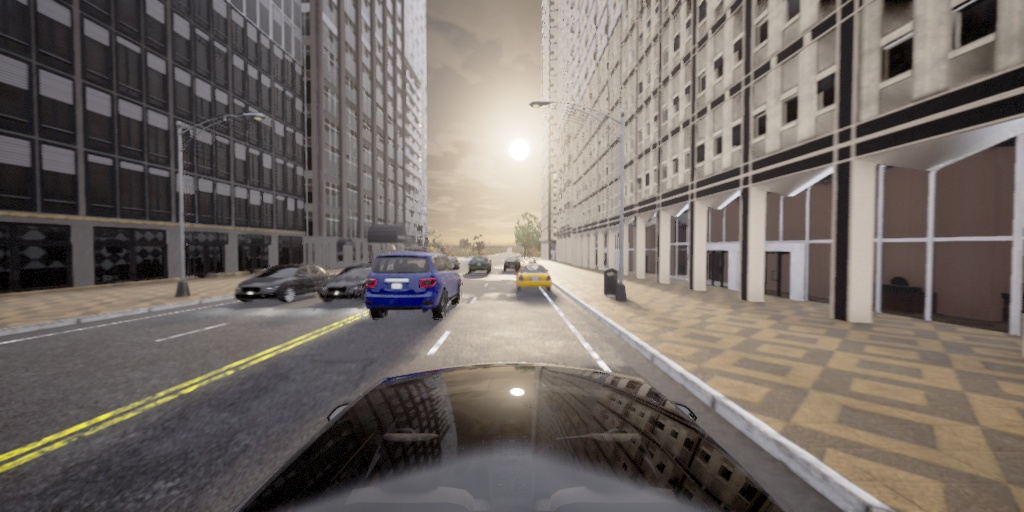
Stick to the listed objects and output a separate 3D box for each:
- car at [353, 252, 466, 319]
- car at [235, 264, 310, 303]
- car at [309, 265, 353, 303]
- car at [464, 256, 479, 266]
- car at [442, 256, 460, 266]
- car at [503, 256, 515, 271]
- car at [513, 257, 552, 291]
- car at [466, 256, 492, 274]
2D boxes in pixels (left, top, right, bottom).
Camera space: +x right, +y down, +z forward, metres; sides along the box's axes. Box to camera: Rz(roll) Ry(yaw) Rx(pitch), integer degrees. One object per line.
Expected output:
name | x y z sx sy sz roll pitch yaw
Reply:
car | -3.153 0.885 12.493 2.150 2.045 5.566 0 1 0
car | -9.848 1.139 15.915 1.837 1.490 4.892 0 0 0
car | -6.599 1.139 15.922 1.837 1.490 4.892 0 0 0
car | -6.549 0.800 57.979 1.812 1.442 4.674 0 1 1
car | -9.801 0.764 58.026 2.128 1.511 4.902 0 1 1
car | 0.020 0.903 40.754 1.882 1.535 5.008 0 1 1
car | 1.135 1.055 20.090 1.801 1.575 5.366 0 0 0
car | -3.155 0.812 36.658 2.097 1.767 4.553 0 0 0
